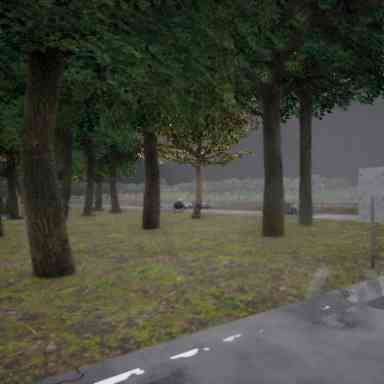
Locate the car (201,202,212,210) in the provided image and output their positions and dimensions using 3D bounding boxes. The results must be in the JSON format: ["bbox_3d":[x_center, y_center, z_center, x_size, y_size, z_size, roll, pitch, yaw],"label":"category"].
[{"bbox_3d":[1.263,2.411,58.664,2.033,1.411,5.357,-1,0,-35],"label":"car"}]

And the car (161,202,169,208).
[{"bbox_3d":[-4.288,2.629,66.442,1.895,1.301,4.718,-1,0,-35],"label":"car"}]

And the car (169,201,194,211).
[{"bbox_3d":[-1.416,2.272,57.535,2.097,1.767,4.553,-1,0,-35],"label":"car"}]

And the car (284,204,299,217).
[{"bbox_3d":[11.785,2.078,38.736,1.994,1.385,4.181,-1,0,-35],"label":"car"}]
